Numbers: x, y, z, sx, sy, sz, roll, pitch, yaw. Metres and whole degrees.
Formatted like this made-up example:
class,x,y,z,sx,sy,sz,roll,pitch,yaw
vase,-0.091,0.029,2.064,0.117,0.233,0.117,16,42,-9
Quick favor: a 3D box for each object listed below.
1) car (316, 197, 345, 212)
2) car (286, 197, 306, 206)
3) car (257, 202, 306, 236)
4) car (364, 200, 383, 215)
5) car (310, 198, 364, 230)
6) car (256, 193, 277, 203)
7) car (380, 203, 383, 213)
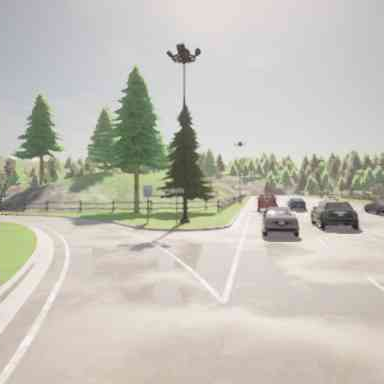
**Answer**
class,x,y,z,sx,sy,sz,roll,pitch,yaw
car,15.584,1.394,37.663,2.128,1.511,4.902,0,0,11
car,12.450,1.402,39.903,1.882,1.535,5.008,0,0,11
car,4.721,1.520,18.221,2.033,1.411,5.357,0,0,11
car,18.006,1.432,31.724,2.033,1.411,5.357,0,0,11
car,8.797,1.297,20.886,2.097,1.767,4.553,0,0,11
car,8.571,1.172,38.279,2.150,2.045,5.566,0,0,11
car,11.486,1.473,16.326,2.033,1.411,5.357,0,0,11
